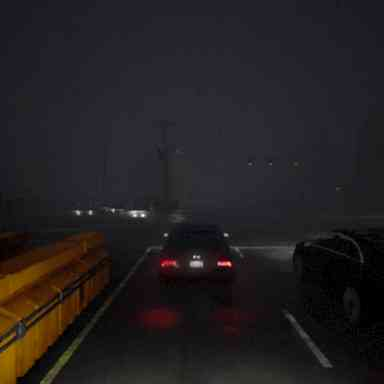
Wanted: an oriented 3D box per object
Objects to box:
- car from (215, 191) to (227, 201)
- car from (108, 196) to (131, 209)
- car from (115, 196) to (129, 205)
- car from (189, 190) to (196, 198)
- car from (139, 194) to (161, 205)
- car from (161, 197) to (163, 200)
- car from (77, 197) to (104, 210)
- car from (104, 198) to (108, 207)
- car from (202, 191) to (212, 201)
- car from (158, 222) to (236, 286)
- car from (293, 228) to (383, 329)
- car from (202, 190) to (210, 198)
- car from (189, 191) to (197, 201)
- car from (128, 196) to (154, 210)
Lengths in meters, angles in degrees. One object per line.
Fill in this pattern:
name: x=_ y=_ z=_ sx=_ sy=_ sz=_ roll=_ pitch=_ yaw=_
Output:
car: x=7.153 y=1.277 z=78.455 sx=1.994 sy=1.385 sz=4.181 roll=0 pitch=4 yaw=0
car: x=-10.430 y=1.724 z=49.284 sx=2.033 sy=1.411 sz=5.357 roll=0 pitch=0 yaw=0
car: x=-13.839 y=1.698 z=66.042 sx=1.837 sy=1.490 sz=4.892 roll=0 pitch=1 yaw=0
car: x=0.132 y=0.431 z=88.095 sx=1.882 sy=1.535 sz=5.008 roll=0 pitch=6 yaw=0
car: x=-6.905 y=1.420 z=55.463 sx=2.150 sy=2.045 sz=5.566 roll=0 pitch=0 yaw=0
car: x=-6.834 y=1.717 z=67.516 sx=2.033 sy=1.411 sz=5.357 roll=0 pitch=1 yaw=0
car: x=-13.946 y=1.514 z=45.225 sx=2.097 sy=1.767 sz=4.553 roll=0 pitch=0 yaw=0
car: x=-13.908 y=1.743 z=54.688 sx=2.033 sy=1.411 sz=5.357 roll=0 pitch=0 yaw=0
car: x=3.653 y=1.100 z=78.156 sx=2.097 sy=1.767 sz=4.553 roll=0 pitch=4 yaw=0
car: x=0.117 y=1.582 z=9.551 sx=2.033 sy=1.411 sz=5.357 roll=0 pitch=0 yaw=0
car: x=3.599 y=1.518 z=6.973 sx=2.128 sy=1.511 sz=4.902 roll=0 pitch=0 yaw=0
car: x=3.632 y=0.505 z=88.111 sx=1.994 sy=1.385 sz=4.181 roll=0 pitch=6 yaw=0
car: x=0.153 y=1.248 z=78.068 sx=1.837 sy=1.490 sz=4.892 roll=0 pitch=4 yaw=0
car: x=-6.912 y=1.655 z=45.610 sx=2.128 sy=1.511 sz=4.902 roll=0 pitch=0 yaw=-1
